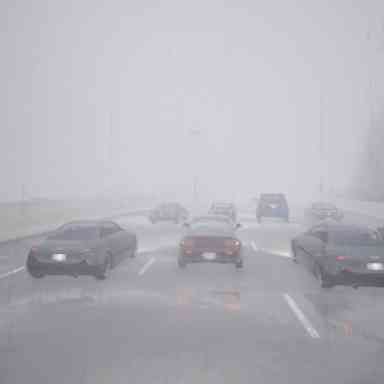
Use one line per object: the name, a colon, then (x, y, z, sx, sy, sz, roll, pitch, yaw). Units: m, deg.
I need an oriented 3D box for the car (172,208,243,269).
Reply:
car: (0.643, 1.452, 10.800, 1.812, 1.442, 4.674, 0, 0, 5)

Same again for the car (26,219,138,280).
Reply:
car: (-2.955, 1.490, 9.821, 1.994, 1.385, 4.181, 0, 0, 5)

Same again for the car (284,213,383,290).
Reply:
car: (3.989, 1.508, 8.930, 1.994, 1.385, 4.181, 0, 0, 5)

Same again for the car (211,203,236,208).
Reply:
car: (2.357, 1.434, 24.826, 1.895, 1.301, 4.718, 0, 0, 10)

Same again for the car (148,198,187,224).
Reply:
car: (-1.503, 1.386, 23.043, 2.033, 1.411, 5.357, 0, 0, 9)

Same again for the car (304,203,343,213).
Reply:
car: (9.308, 1.451, 23.969, 1.895, 1.301, 4.718, 0, 0, 10)

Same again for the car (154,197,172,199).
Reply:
car: (-4.651, 1.104, 55.237, 2.128, 1.511, 4.902, 0, 0, 19)

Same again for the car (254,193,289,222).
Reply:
car: (5.888, 1.063, 24.742, 2.150, 2.045, 5.566, 0, 1, 10)
